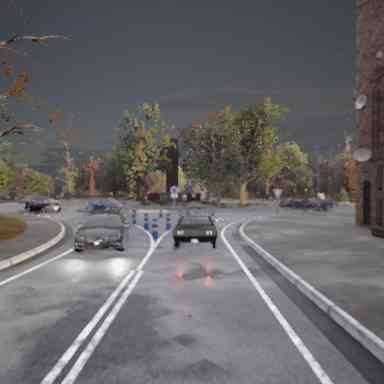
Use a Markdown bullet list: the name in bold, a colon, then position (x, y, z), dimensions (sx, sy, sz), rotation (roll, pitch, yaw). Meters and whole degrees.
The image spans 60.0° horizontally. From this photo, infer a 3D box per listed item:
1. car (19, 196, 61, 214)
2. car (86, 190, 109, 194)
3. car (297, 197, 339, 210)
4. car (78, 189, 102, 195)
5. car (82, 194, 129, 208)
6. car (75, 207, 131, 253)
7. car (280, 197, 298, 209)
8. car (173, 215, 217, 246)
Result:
- **car**: position (-16.032, 1.507, 35.720), dimensions (4.902, 1.511, 2.128), rotation (1, 1, 35)
- **car**: position (-18.406, 0.887, 67.778), dimensions (1.837, 1.490, 4.892), rotation (1, 1, 44)
- **car**: position (16.045, 1.446, 41.541), dimensions (4.892, 1.490, 1.837), rotation (0, -1, -24)
- **car**: position (-21.120, 0.417, 69.621), dimensions (2.150, 2.045, 5.566), rotation (1, 1, 41)
- **car**: position (-9.101, 1.362, 36.202), dimensions (4.553, 1.767, 2.097), rotation (0, 1, 18)
- **car**: position (-3.750, 1.634, 14.541), dimensions (1.837, 1.490, 4.892), rotation (1, 0, -7)
- **car**: position (13.775, 1.433, 44.083), dimensions (4.674, 1.442, 1.812), rotation (0, 0, -28)
- **car**: position (0.229, 1.732, 15.983), dimensions (1.895, 1.301, 4.718), rotation (0, 0, 3)
